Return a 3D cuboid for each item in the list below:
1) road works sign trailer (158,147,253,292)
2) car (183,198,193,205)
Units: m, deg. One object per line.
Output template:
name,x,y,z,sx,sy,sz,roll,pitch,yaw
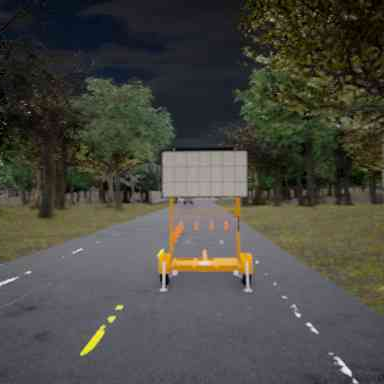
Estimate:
road works sign trailer,0.356,0.570,9.263,2.380,3.560,2.880,0,-1,2
car,-0.861,2.016,78.137,2.150,2.045,5.566,0,-1,2
